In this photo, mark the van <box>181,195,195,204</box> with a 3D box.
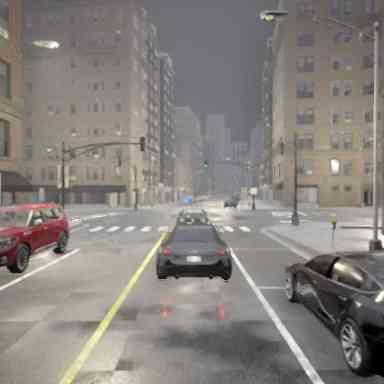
[{"bbox_3d":[-1.039,1.516,61.939,1.690,1.788,3.998,0,0,9],"label":"van"}]

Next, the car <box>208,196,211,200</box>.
[{"bbox_3d":[3.183,1.692,89.097,1.967,1.590,4.097,0,0,9],"label":"car"}]

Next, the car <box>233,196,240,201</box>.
[{"bbox_3d":[12.453,1.831,93.218,2.008,1.369,4.403,-1,0,9],"label":"car"}]

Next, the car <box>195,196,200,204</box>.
[{"bbox_3d":[-0.194,1.627,67.370,1.967,1.590,4.097,0,0,9],"label":"car"}]

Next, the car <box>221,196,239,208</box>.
[{"bbox_3d":[5.698,1.727,49.766,1.947,1.339,4.313,0,0,9],"label":"car"}]

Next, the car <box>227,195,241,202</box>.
[{"bbox_3d":[7.387,1.748,60.629,1.947,1.339,4.313,0,0,9],"label":"car"}]

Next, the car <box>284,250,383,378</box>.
[{"bbox_3d":[2.847,1.588,5.428,1.947,1.339,4.313,-1,0,0],"label":"car"}]

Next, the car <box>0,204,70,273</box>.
[{"bbox_3d":[-5.687,1.359,10.921,2.192,1.841,5.009,-1,0,0],"label":"car"}]

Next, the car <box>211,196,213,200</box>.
[{"bbox_3d":[4.002,1.797,94.359,1.752,1.417,4.829,-1,0,9],"label":"car"}]

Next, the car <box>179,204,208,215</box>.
[{"bbox_3d":[0.086,1.684,21.430,1.895,1.301,4.718,0,0,1],"label":"car"}]

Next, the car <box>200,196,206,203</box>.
[{"bbox_3d":[1.469,1.741,78.065,1.752,1.417,4.829,0,0,9],"label":"car"}]

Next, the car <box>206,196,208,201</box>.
[{"bbox_3d":[2.340,1.815,83.664,1.802,1.307,4.206,0,0,9],"label":"car"}]

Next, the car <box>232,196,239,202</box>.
[{"bbox_3d":[11.634,1.785,87.955,1.752,1.417,4.829,-1,0,9],"label":"car"}]

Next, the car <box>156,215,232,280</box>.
[{"bbox_3d":[0.065,1.604,10.059,1.994,1.385,4.181,0,0,1],"label":"car"}]

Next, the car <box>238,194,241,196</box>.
[{"bbox_3d":[10.763,1.556,82.356,2.192,1.841,5.009,0,0,9],"label":"car"}]
